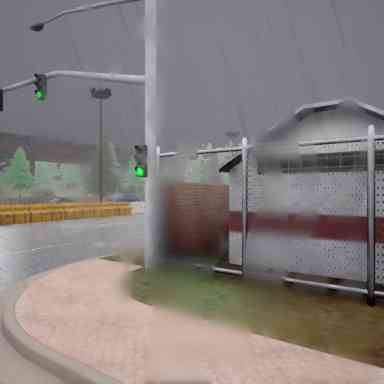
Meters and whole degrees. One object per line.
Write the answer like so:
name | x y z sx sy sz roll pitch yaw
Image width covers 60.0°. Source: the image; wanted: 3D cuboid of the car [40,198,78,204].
car | -15.929 1.505 39.646 1.837 1.490 4.892 0 0 34
